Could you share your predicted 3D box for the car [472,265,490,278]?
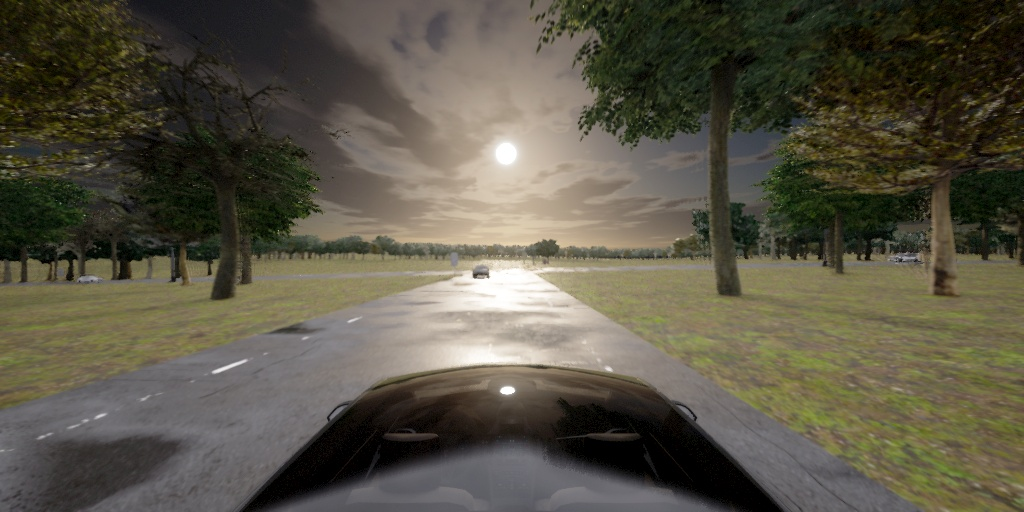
[{"bbox_3d":[-3.567,1.803,42.087,1.837,1.490,4.892,0,-1,0],"label":"car"}]
